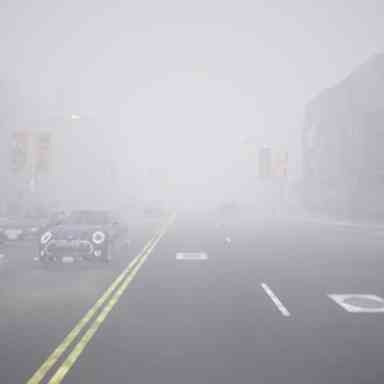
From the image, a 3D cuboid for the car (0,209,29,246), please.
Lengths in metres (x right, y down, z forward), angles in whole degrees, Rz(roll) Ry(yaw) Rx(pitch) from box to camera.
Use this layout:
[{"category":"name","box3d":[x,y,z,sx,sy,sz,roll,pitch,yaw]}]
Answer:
[{"category":"car","box3d":[-7.103,1.512,15.601,2.128,1.511,4.902,0,0,0]}]

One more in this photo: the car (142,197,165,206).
[{"category":"car","box3d":[-6.424,1.592,55.695,2.002,1.452,4.674,0,0,20]}]

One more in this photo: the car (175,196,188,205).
[{"category":"car","box3d":[-0.653,1.430,60.934,2.097,1.767,4.553,0,0,28]}]

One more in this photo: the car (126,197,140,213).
[{"category":"car","box3d":[-6.746,1.402,38.512,2.097,1.767,4.553,0,0,4]}]

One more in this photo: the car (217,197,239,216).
[{"category":"car","box3d":[3.602,1.521,33.717,1.882,1.535,5.008,0,0,1]}]

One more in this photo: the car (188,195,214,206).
[{"category":"car","box3d":[1.675,1.425,57.710,2.097,1.767,4.553,0,0,26]}]

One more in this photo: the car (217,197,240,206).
[{"category":"car","box3d":[6.564,1.624,59.286,2.033,1.411,5.357,0,0,31]}]

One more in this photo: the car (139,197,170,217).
[{"category":"car","box3d":[-3.521,1.519,32.223,1.882,1.535,5.008,0,0,1]}]

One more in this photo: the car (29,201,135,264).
[{"category":"car","box3d":[-3.604,1.367,11.899,2.097,1.767,4.553,0,0,0]}]
